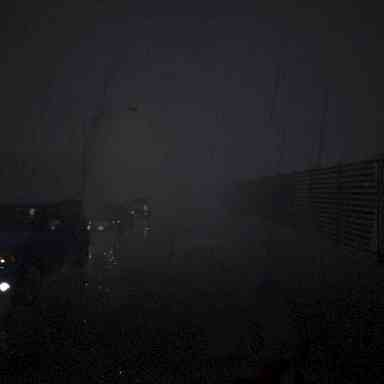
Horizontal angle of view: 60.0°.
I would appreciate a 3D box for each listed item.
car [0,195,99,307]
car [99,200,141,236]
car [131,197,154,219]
[{"bbox_3d":[-4.208,1.203,8.290,2.150,2.045,5.566,0,0,-1],"label":"car"},{"bbox_3d":[-4.344,1.440,18.221,2.128,1.511,4.902,0,0,-1],"label":"car"},{"bbox_3d":[-4.464,1.268,28.263,2.097,1.767,4.553,0,0,0],"label":"car"}]
